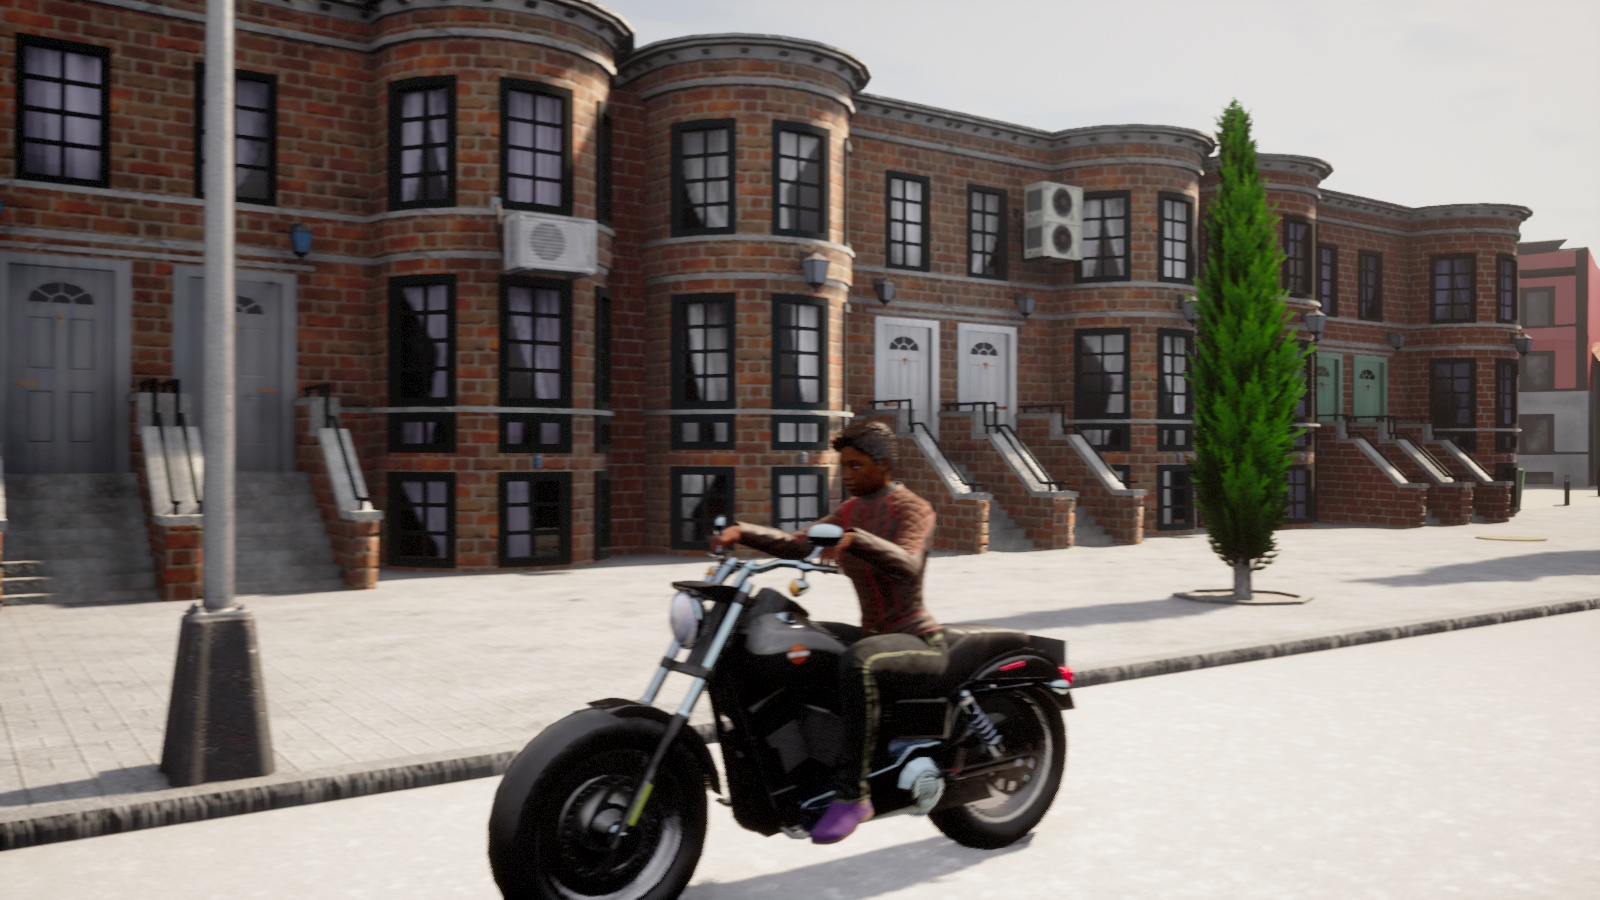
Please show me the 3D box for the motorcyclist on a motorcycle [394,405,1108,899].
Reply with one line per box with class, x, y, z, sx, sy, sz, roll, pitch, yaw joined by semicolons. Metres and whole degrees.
motorcyclist on a motorcycle;-0.063;0.706;4.223;2.350;1.649;0.766;0;0;-35
